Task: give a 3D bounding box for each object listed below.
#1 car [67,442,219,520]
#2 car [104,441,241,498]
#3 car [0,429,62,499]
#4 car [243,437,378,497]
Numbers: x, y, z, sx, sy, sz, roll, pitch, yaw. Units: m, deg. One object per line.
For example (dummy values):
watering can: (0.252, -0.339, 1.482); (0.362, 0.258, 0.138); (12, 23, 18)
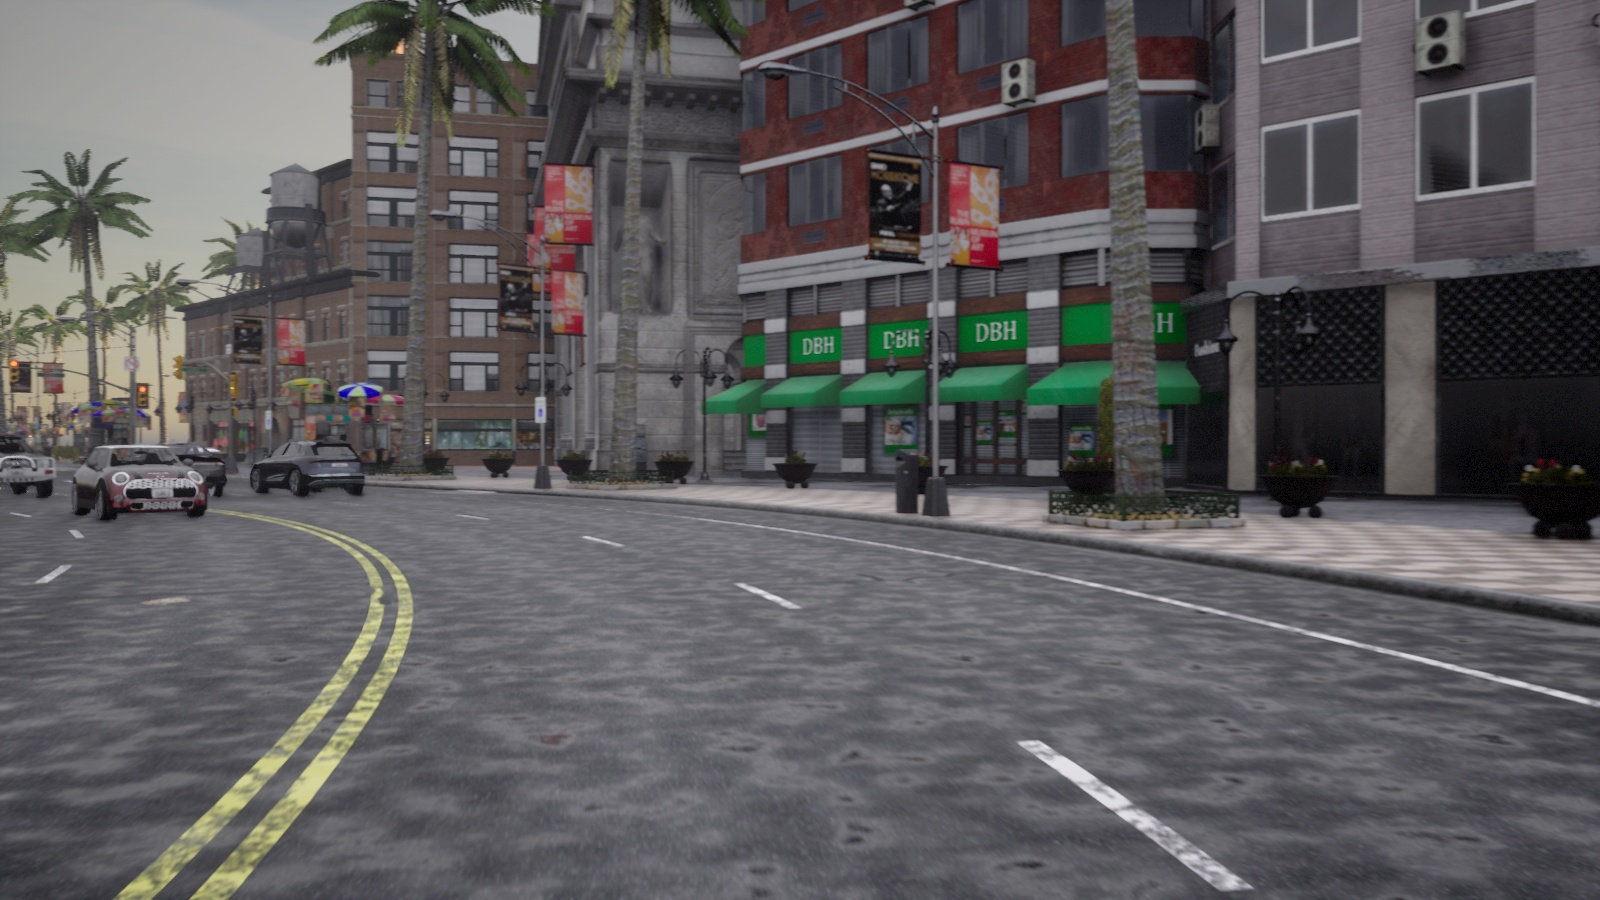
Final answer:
car: (-13.568, 0.570, 25.842); (1.970, 1.475, 3.806); (0, 0, -40)
car: (-17.892, 0.506, 35.672); (2.128, 1.511, 4.902); (0, 0, -44)
car: (-22.581, 0.369, 35.510); (1.932, 1.855, 4.605); (0, 0, -44)
car: (-14.589, 0.469, 37.284); (2.033, 1.649, 4.856); (0, 0, -44)
